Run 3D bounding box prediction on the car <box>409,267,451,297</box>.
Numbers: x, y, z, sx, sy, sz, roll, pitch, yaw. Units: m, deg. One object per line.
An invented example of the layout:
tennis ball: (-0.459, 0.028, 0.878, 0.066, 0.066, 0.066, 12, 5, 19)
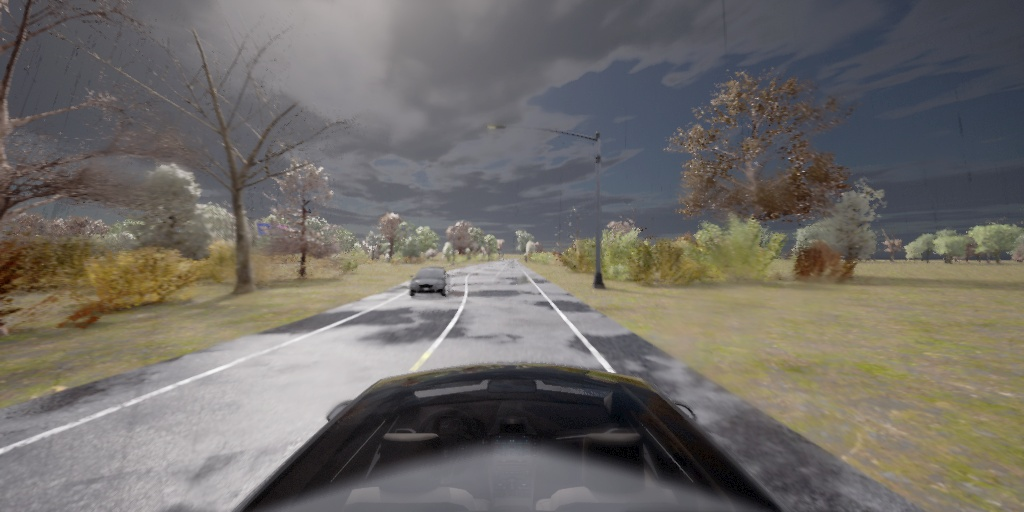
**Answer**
car: (-4.434, 1.372, 19.908, 1.837, 1.490, 4.892, 0, 0, -6)
